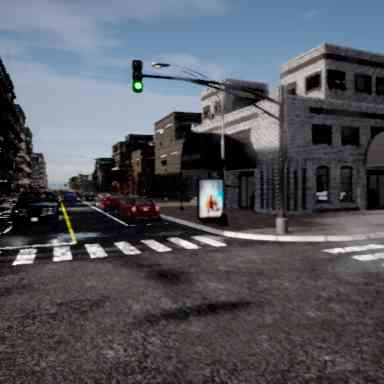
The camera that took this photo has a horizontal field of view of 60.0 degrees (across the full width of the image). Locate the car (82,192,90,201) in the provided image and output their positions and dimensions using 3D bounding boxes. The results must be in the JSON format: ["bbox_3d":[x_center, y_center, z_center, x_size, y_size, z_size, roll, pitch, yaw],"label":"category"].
[{"bbox_3d":[-16.366,0.659,52.839,2.008,1.369,4.403,-2,1,-22],"label":"car"}]

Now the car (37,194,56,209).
[{"bbox_3d":[-16.050,0.960,36.808,1.812,1.442,4.674,-1,1,-22],"label":"car"}]

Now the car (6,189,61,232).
[{"bbox_3d":[-8.596,0.926,18.545,2.150,2.045,5.566,-1,1,-22],"label":"car"}]

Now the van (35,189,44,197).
[{"bbox_3d":[-34.903,0.267,76.014,1.690,1.788,3.998,-2,1,-22],"label":"van"}]

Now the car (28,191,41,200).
[{"bbox_3d":[-28.433,0.583,60.198,1.967,1.590,4.097,-2,1,-22],"label":"car"}]

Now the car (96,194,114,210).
[{"bbox_3d":[-7.741,0.997,31.750,1.802,1.307,4.206,-2,1,-22],"label":"car"}]

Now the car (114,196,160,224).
[{"bbox_3d":[-3.431,1.011,21.202,1.967,1.590,4.097,-2,1,-22],"label":"car"}]

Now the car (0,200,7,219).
[{"bbox_3d":[-13.336,1.227,23.296,2.008,1.369,4.403,-2,1,-22],"label":"car"}]

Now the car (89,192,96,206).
[{"bbox_3d":[-9.898,0.888,37.022,2.008,1.369,4.403,-2,1,-22],"label":"car"}]

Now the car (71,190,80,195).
[{"bbox_3d":[-31.460,0.183,89.745,1.802,1.307,4.206,-2,1,-22],"label":"car"}]

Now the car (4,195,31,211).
[{"bbox_3d":[-17.649,1.071,33.841,2.008,1.369,4.403,-2,1,-22],"label":"car"}]

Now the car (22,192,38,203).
[{"bbox_3d":[-24.054,0.819,49.500,1.752,1.417,4.829,-2,1,-22],"label":"car"}]

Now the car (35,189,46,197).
[{"bbox_3d":[-37.060,0.170,81.284,2.192,1.841,5.009,-2,1,-22],"label":"car"}]

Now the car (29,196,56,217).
[{"bbox_3d":[-12.293,1.096,27.597,1.812,1.442,4.674,-1,1,-22],"label":"car"}]

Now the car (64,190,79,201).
[{"bbox_3d":[-20.388,0.657,55.816,2.033,1.411,5.357,-1,1,-22],"label":"car"}]
